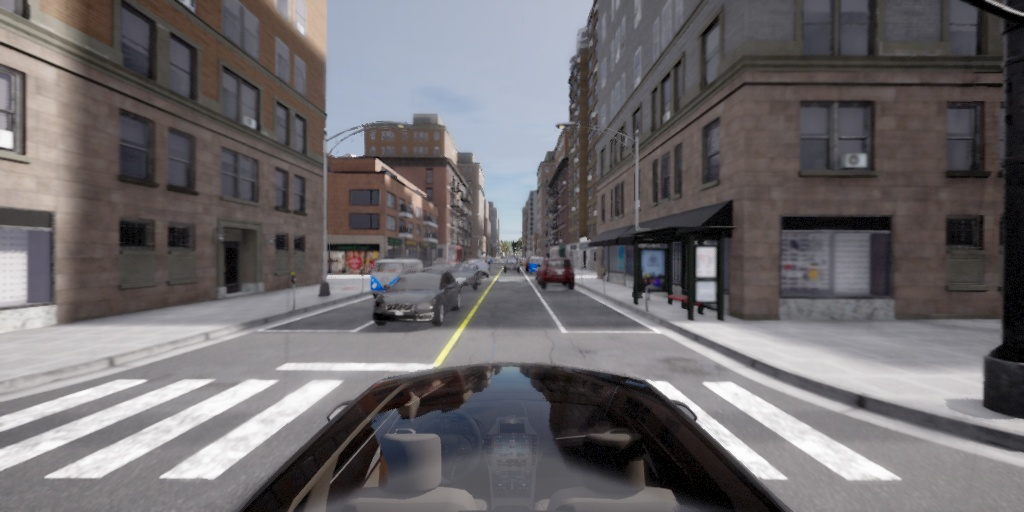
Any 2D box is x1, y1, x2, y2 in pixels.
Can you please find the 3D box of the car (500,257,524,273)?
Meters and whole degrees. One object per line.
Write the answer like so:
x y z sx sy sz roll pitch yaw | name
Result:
-0.016 1.145 41.606 2.128 1.511 4.902 0 0 0 | car

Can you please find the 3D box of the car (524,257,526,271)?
2.664 0.973 44.268 2.192 1.841 5.009 0 0 0 | car

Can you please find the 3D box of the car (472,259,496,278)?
-2.854 1.211 32.755 2.033 1.411 5.357 0 0 0 | car

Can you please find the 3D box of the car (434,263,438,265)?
-5.417 1.230 28.043 1.948 1.339 4.313 0 0 0 | car

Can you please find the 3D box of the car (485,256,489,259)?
-5.425 1.144 60.480 1.948 1.339 4.313 0 0 0 | car

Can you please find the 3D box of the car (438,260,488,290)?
-2.854 1.183 22.079 2.128 1.511 4.902 0 0 0 | car

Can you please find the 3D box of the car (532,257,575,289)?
2.695 1.030 22.642 2.192 1.841 5.009 0 0 0 | car

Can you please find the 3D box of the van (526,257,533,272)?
2.672 1.014 38.861 1.690 1.789 3.998 0 0 0 | van

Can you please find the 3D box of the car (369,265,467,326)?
-2.839 1.223 11.653 1.837 1.490 4.892 0 0 1 | car

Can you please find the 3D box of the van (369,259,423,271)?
-5.415 1.033 17.230 1.690 1.789 3.998 0 0 0 | van

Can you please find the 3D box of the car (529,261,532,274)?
2.687 1.252 28.048 2.007 1.370 4.403 0 0 0 | car

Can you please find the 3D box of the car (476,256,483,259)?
-5.422 1.132 49.499 1.751 1.417 4.829 0 0 0 | car

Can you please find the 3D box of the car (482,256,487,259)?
-5.424 1.143 55.074 2.007 1.370 4.403 0 0 0 | car
